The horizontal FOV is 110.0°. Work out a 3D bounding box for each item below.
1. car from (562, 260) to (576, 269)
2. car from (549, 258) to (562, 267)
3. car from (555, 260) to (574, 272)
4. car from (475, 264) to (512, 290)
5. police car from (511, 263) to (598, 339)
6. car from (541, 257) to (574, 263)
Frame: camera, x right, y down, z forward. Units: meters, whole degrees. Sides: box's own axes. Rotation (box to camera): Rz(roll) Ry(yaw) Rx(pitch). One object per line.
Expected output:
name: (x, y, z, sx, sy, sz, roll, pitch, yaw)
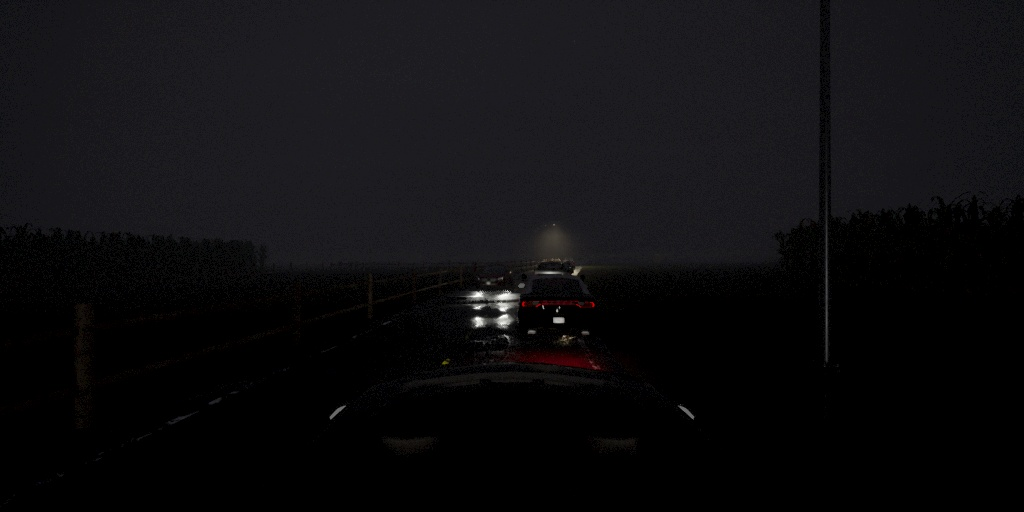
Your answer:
car: (8.858, 1.292, 55.709, 1.895, 1.301, 4.718, 0, 0, 12)
car: (7.860, 1.158, 64.095, 1.882, 1.535, 5.008, 0, 0, 13)
car: (6.719, 1.270, 45.860, 1.994, 1.385, 4.181, 0, 0, 13)
car: (-0.970, 1.262, 22.464, 1.812, 1.442, 4.674, 0, 0, 9)
police car: (1.197, 1.172, 10.267, 1.930, 1.638, 5.238, 0, 0, 4)
car: (2.257, 1.089, 19.917, 2.097, 1.767, 4.553, 0, 0, 8)
